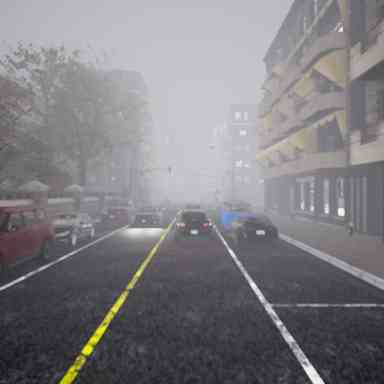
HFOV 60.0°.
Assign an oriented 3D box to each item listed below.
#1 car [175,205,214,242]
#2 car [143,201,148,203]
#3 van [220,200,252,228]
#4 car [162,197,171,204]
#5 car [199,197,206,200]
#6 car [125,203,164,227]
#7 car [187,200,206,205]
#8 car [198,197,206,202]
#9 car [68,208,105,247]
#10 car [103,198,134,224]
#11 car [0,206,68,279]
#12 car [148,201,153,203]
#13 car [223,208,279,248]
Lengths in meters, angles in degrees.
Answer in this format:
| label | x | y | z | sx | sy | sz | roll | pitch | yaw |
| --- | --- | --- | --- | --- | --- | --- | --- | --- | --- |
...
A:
| label | x | y | z | sx | sy | sz | roll | pitch | yaw |
| --- | --- | --- | --- | --- | --- | --- | --- | --- | --- |
| car | 0.103 | 1.609 | 16.874 | 1.812 | 1.442 | 4.674 | 0 | -1 | 0 |
| car | -5.685 | 1.723 | 31.723 | 1.947 | 1.339 | 4.313 | 0 | 0 | 0 |
| van | 2.691 | 1.442 | 20.652 | 1.690 | 1.788 | 3.998 | 0 | 0 | 0 |
| car | -5.677 | 1.820 | 75.203 | 1.967 | 1.590 | 4.097 | 0 | 0 | 0 |
| car | 2.706 | 1.989 | 86.473 | 2.008 | 1.369 | 4.403 | 0 | 0 | 0 |
| car | -3.094 | 1.679 | 23.355 | 1.994 | 1.385 | 4.181 | 0 | 0 | 0 |
| car | 0.104 | 1.719 | 31.502 | 1.994 | 1.385 | 4.181 | 0 | 0 | 0 |
| car | 2.707 | 2.012 | 92.111 | 1.887 | 1.381 | 4.507 | 0 | 0 | 0 |
| car | -5.689 | 1.625 | 15.116 | 2.008 | 1.369 | 4.403 | 0 | 0 | 0 |
| car | -5.688 | 1.444 | 26.188 | 2.192 | 1.841 | 5.009 | 0 | 0 | 0 |
| car | -5.692 | 1.362 | 9.583 | 2.192 | 1.841 | 5.009 | 0 | 0 | 0 |
| car | -5.683 | 1.795 | 42.792 | 1.802 | 1.307 | 4.206 | 0 | 0 | 0 |
| car | 2.691 | 1.640 | 15.115 | 1.947 | 1.339 | 4.313 | 0 | 0 | 0 |
